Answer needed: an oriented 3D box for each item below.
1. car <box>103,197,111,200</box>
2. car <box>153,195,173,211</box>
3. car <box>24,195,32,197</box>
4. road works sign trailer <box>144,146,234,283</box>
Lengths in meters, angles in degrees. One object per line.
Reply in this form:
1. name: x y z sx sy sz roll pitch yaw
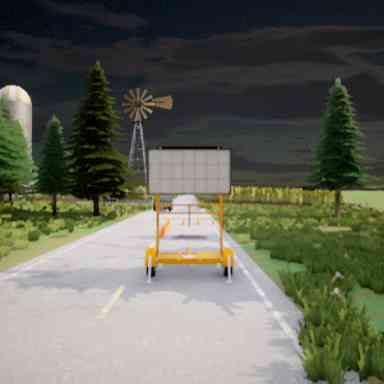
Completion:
1. car: -17.835 1.344 71.525 1.905 1.878 3.866 0 0 -31
2. car: -3.553 1.391 41.682 2.150 2.045 5.566 0 0 0
3. car: -34.683 1.467 69.181 1.851 1.617 3.988 0 0 -1
4. road works sign trailer: -0.074 0.481 9.665 2.380 3.560 2.880 0 0 0
